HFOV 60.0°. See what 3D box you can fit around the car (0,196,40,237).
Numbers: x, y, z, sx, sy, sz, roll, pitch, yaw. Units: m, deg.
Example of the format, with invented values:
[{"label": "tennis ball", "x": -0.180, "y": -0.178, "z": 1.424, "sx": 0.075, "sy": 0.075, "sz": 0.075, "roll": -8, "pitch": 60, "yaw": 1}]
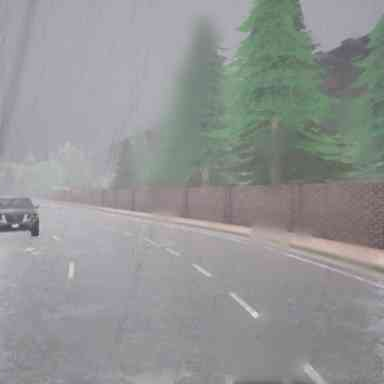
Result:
[{"label": "car", "x": -9.599, "y": 1.234, "z": 17.858, "sx": 2.150, "sy": 2.045, "sz": 5.566, "roll": -1, "pitch": 0, "yaw": -30}]
